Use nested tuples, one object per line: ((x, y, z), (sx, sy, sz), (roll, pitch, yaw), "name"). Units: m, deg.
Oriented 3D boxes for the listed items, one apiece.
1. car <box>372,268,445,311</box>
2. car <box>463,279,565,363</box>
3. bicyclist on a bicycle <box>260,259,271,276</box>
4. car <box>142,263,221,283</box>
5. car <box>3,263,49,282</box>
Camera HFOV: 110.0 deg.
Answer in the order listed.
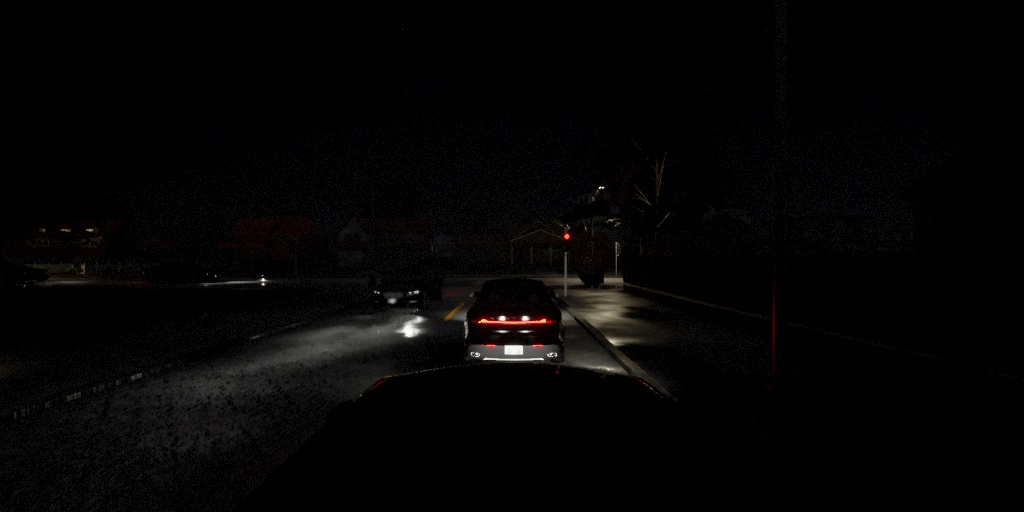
((-3.970, 1.241, 14.465), (2.128, 1.511, 4.902), (0, 0, 1), "car")
((0.051, 1.255, 8.148), (1.837, 1.490, 4.892), (0, 0, 1), "car")
((-24.178, 1.099, 35.177), (0.582, 1.620, 1.656), (0, 0, 0), "bicyclist on a bicycle")
((-24.559, 1.255, 26.778), (4.892, 1.490, 1.837), (0, 0, 0), "car")
((-37.818, 1.228, 26.766), (5.008, 1.535, 1.882), (0, 0, 0), "car")
